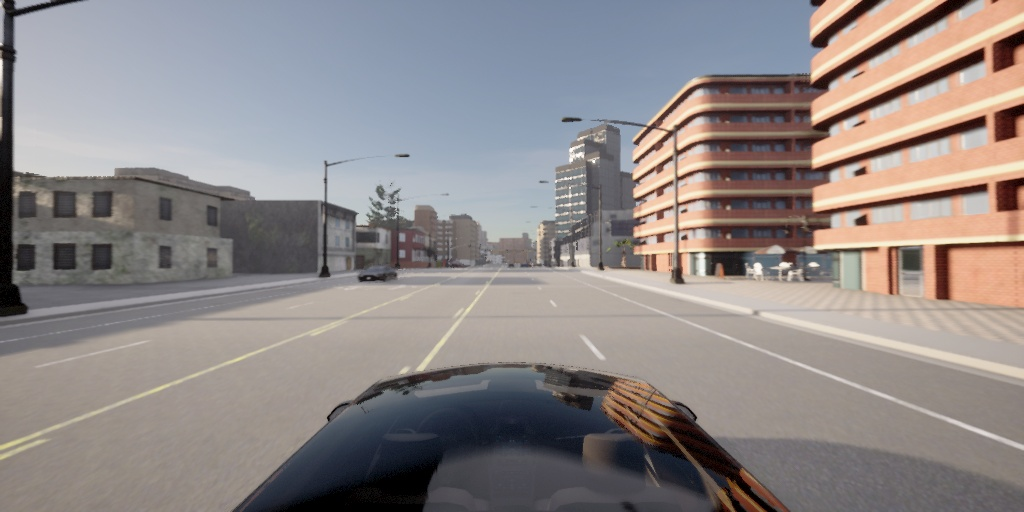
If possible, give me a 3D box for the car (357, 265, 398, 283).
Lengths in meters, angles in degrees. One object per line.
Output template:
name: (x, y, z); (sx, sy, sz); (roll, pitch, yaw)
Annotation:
car: (-10.532, 1.407, 28.352); (1.994, 1.385, 4.181); (0, 1, 0)
